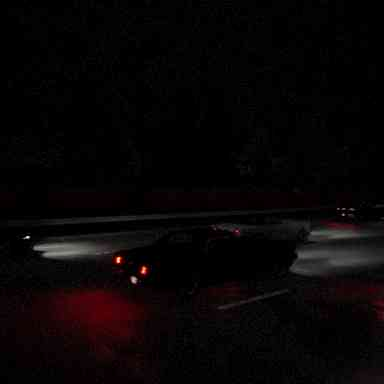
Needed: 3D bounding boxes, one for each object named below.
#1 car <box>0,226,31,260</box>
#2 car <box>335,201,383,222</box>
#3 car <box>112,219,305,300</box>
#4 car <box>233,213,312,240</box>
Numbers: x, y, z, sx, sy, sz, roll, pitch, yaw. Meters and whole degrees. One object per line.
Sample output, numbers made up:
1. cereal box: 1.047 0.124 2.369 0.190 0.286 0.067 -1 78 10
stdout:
1. car: -8.002 1.503 10.933 4.892 1.490 1.837 1 0 -36
2. car: 13.323 1.491 26.374 4.902 1.511 2.128 0 0 -36
3. car: 0.539 1.600 8.456 4.718 1.301 1.895 0 0 -36
4. car: 3.222 1.600 14.720 4.718 1.301 1.895 0 0 -36
